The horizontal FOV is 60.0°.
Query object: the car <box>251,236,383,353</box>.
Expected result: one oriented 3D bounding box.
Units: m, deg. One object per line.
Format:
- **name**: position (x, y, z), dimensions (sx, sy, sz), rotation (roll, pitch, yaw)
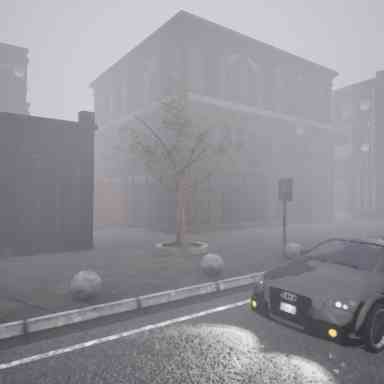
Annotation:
- **car**: position (3.073, 1.565, 6.162), dimensions (4.181, 1.385, 1.994), rotation (0, 0, -35)
